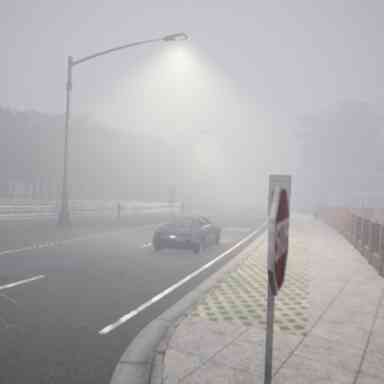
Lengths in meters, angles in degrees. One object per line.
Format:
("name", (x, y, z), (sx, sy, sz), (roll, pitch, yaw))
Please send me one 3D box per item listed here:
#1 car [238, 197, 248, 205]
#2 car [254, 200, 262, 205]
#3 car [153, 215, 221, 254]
("car", (14.030, 2.705, 89.601), (2.128, 1.511, 4.902), (2, 0, 10))
("car", (17.715, 2.823, 88.672), (2.033, 1.411, 5.357), (2, 0, 8))
("car", (-0.066, 1.698, 14.490), (1.994, 1.385, 4.181), (2, 0, 19))
